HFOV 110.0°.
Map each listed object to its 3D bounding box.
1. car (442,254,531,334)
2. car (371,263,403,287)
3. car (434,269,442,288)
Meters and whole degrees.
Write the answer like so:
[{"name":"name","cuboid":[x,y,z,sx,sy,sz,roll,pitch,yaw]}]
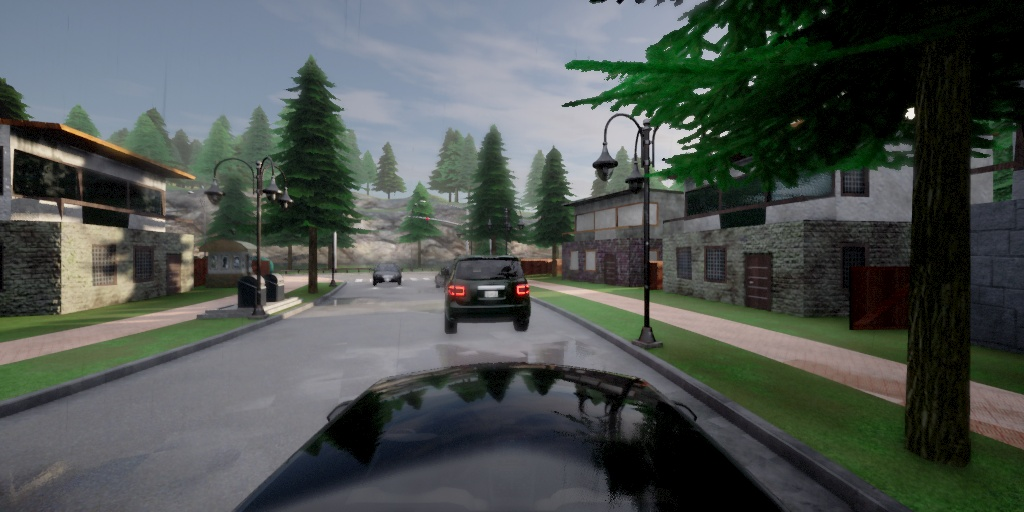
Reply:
[{"name":"car","cuboid":[-0.937,0.971,10.895,2.150,2.045,5.566,0,0,-10]},{"name":"car","cuboid":[-8.757,1.243,25.127,2.128,1.511,4.902,0,0,-20]},{"name":"car","cuboid":[-3.324,1.297,21.098,2.033,1.411,5.357,0,0,-21]}]
